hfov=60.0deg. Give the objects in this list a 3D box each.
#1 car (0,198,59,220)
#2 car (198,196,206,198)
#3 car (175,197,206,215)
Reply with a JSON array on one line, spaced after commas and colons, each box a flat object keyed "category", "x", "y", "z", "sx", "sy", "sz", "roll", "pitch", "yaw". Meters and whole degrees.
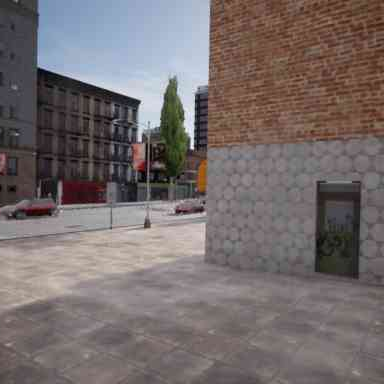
[{"category": "car", "x": -13.871, "y": 1.370, "z": 28.573, "sx": 2.097, "sy": 1.767, "sz": 4.553, "roll": 2, "pitch": 1, "yaw": 35}, {"category": "car", "x": 1.563, "y": 1.343, "z": 50.485, "sx": 2.128, "sy": 1.511, "sz": 4.902, "roll": 2, "pitch": 1, "yaw": 36}, {"category": "car", "x": -0.042, "y": 1.670, "z": 36.812, "sx": 1.994, "sy": 1.385, "sz": 4.181, "roll": 2, "pitch": 1, "yaw": 35}]
